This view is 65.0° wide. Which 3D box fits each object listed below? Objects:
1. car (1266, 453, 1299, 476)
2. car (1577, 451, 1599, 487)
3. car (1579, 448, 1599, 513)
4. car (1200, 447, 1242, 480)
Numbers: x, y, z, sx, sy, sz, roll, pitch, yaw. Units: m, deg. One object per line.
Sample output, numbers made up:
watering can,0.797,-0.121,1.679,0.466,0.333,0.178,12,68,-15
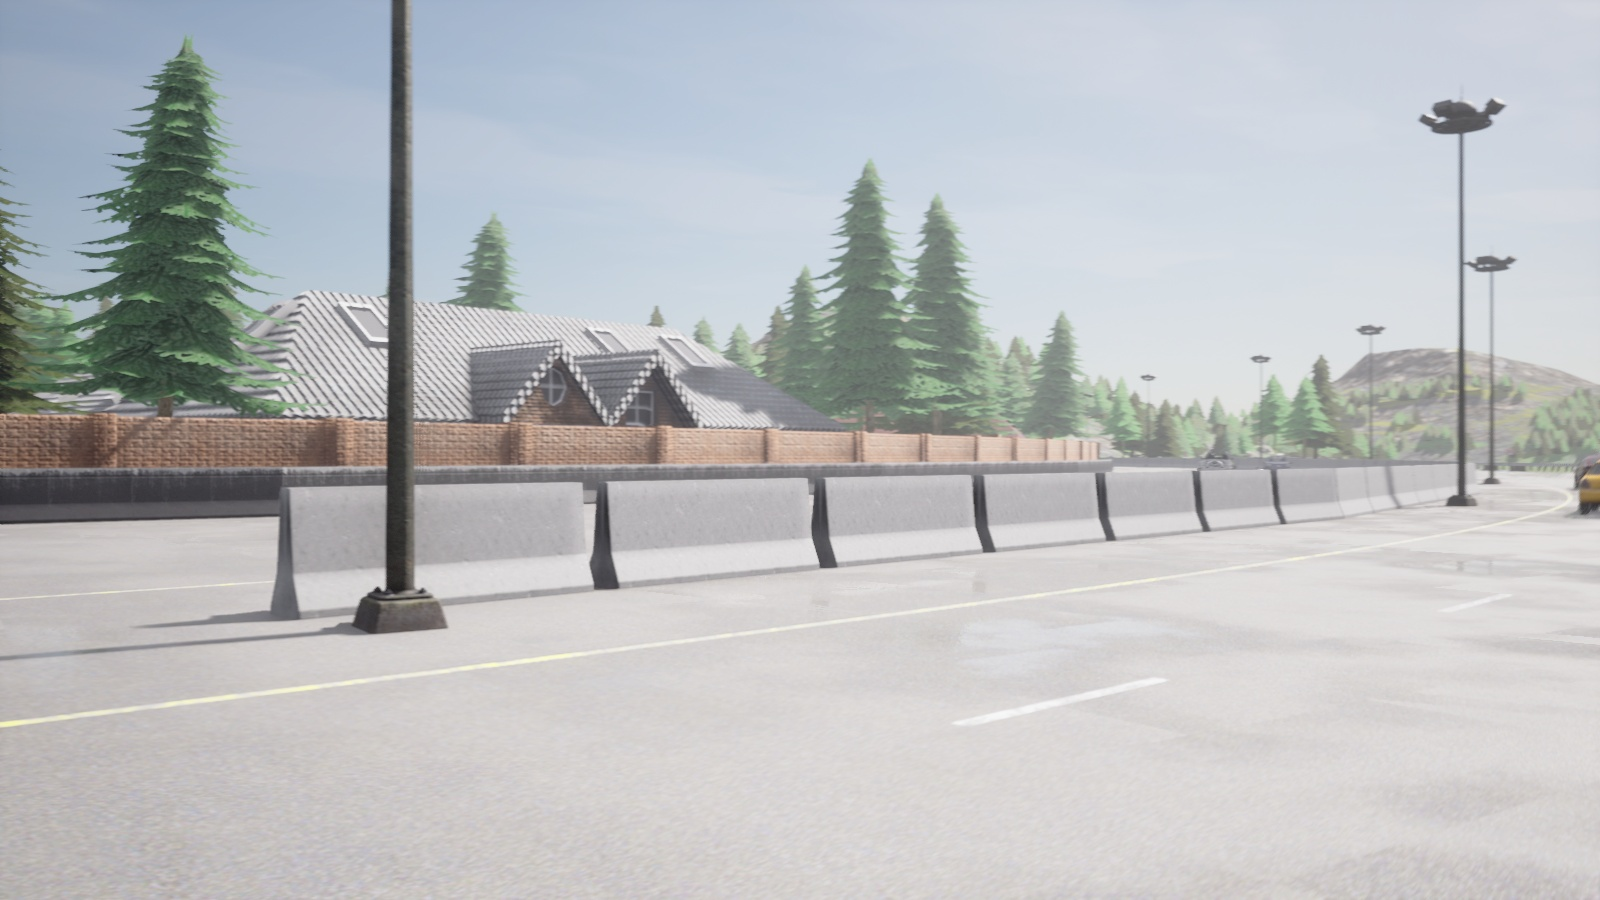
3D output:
car,32.717,0.982,85.270,1.845,1.501,3.633,0,0,17
car,35.531,0.823,55.256,1.882,1.535,5.008,0,0,27
car,21.399,0.741,32.356,1.801,1.575,5.366,0,0,36
car,24.470,0.764,72.901,1.932,1.855,4.605,0,0,23
